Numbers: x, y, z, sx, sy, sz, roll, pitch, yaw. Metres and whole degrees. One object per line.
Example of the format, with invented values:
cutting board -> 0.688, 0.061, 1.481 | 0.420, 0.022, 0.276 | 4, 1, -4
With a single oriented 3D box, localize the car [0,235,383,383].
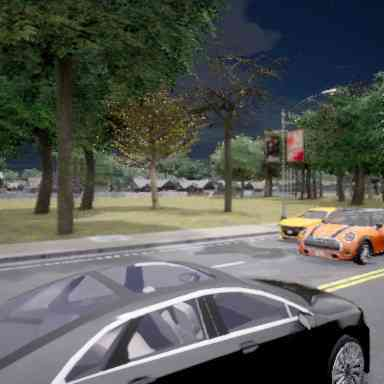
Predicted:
car -> -0.072, 1.495, 3.388 | 4.902, 1.511, 2.128 | 0, 0, -36

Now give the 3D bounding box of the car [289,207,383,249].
car -> 5.874, 1.378, 11.869 | 4.553, 1.767, 2.097 | 0, 0, -35

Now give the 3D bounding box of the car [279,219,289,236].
car -> 6.366, 1.510, 16.210 | 5.008, 1.535, 1.882 | 0, 0, -35
